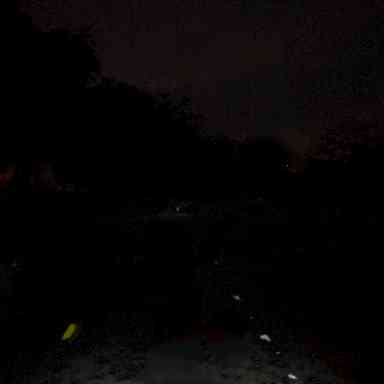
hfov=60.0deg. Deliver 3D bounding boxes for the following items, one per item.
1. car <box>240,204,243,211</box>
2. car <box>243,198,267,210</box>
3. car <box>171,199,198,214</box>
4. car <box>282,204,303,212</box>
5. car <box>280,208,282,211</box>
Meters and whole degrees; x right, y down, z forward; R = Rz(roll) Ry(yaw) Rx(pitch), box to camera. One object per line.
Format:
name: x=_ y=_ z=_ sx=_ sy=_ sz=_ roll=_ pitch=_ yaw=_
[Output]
car: x=8.696 y=2.128 z=50.071 sx=1.994 sy=1.385 sz=4.181 roll=-4 pitch=-5 yaw=29
car: x=8.202 y=1.455 z=41.790 sx=1.970 sy=1.475 sz=3.806 roll=-3 pitch=-3 yaw=23
car: x=-0.726 y=1.488 z=34.966 sx=2.128 sy=1.511 sz=4.902 roll=-2 pitch=-2 yaw=16
car: x=20.254 y=3.203 z=65.804 sx=1.837 sy=1.490 sz=4.892 roll=-5 pitch=-7 yaw=40
car: x=20.252 y=3.663 z=70.274 sx=1.994 sy=1.385 sz=4.181 roll=-5 pitch=-7 yaw=40
